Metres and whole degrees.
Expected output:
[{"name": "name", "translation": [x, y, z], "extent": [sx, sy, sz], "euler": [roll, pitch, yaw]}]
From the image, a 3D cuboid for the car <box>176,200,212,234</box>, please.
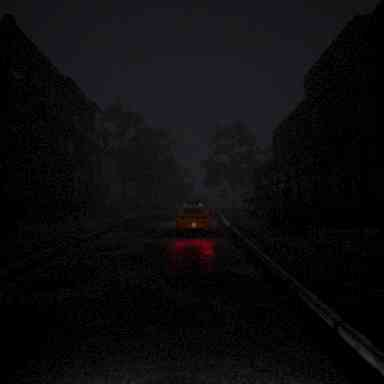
[{"name": "car", "translation": [0.106, 1.492, 19.274], "extent": [1.882, 1.535, 5.008], "euler": [0, 0, 0]}]
